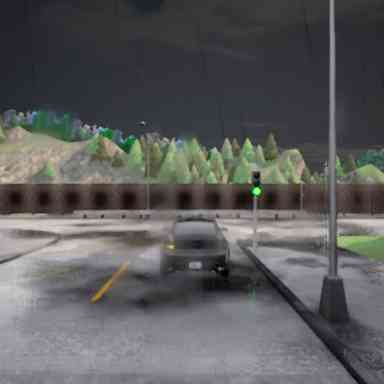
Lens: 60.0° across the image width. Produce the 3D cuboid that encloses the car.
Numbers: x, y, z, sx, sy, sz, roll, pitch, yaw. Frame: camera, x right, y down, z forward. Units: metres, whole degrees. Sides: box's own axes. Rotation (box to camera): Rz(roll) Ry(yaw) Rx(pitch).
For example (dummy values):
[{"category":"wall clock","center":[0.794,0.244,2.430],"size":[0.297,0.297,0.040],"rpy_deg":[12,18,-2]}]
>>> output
[{"category":"car","center":[0.090,1.551,10.503],"size":[1.837,1.490,4.892],"rpy_deg":[0,0,0]}]
